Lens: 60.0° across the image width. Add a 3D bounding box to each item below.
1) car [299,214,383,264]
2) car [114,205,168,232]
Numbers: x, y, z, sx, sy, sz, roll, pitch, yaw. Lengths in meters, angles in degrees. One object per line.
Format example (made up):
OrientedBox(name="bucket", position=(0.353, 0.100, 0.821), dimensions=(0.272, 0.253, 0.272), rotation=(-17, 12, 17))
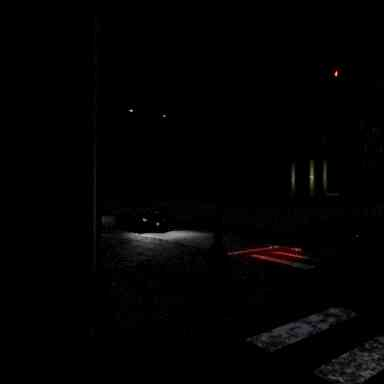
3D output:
OrientedBox(name="car", position=(5.964, 1.481, 10.339), dimensions=(5.008, 1.535, 1.882), rotation=(0, 0, 34))
OrientedBox(name="car", position=(-3.270, 1.532, 20.507), dimensions=(1.812, 1.442, 4.674), rotation=(0, 0, -36))
